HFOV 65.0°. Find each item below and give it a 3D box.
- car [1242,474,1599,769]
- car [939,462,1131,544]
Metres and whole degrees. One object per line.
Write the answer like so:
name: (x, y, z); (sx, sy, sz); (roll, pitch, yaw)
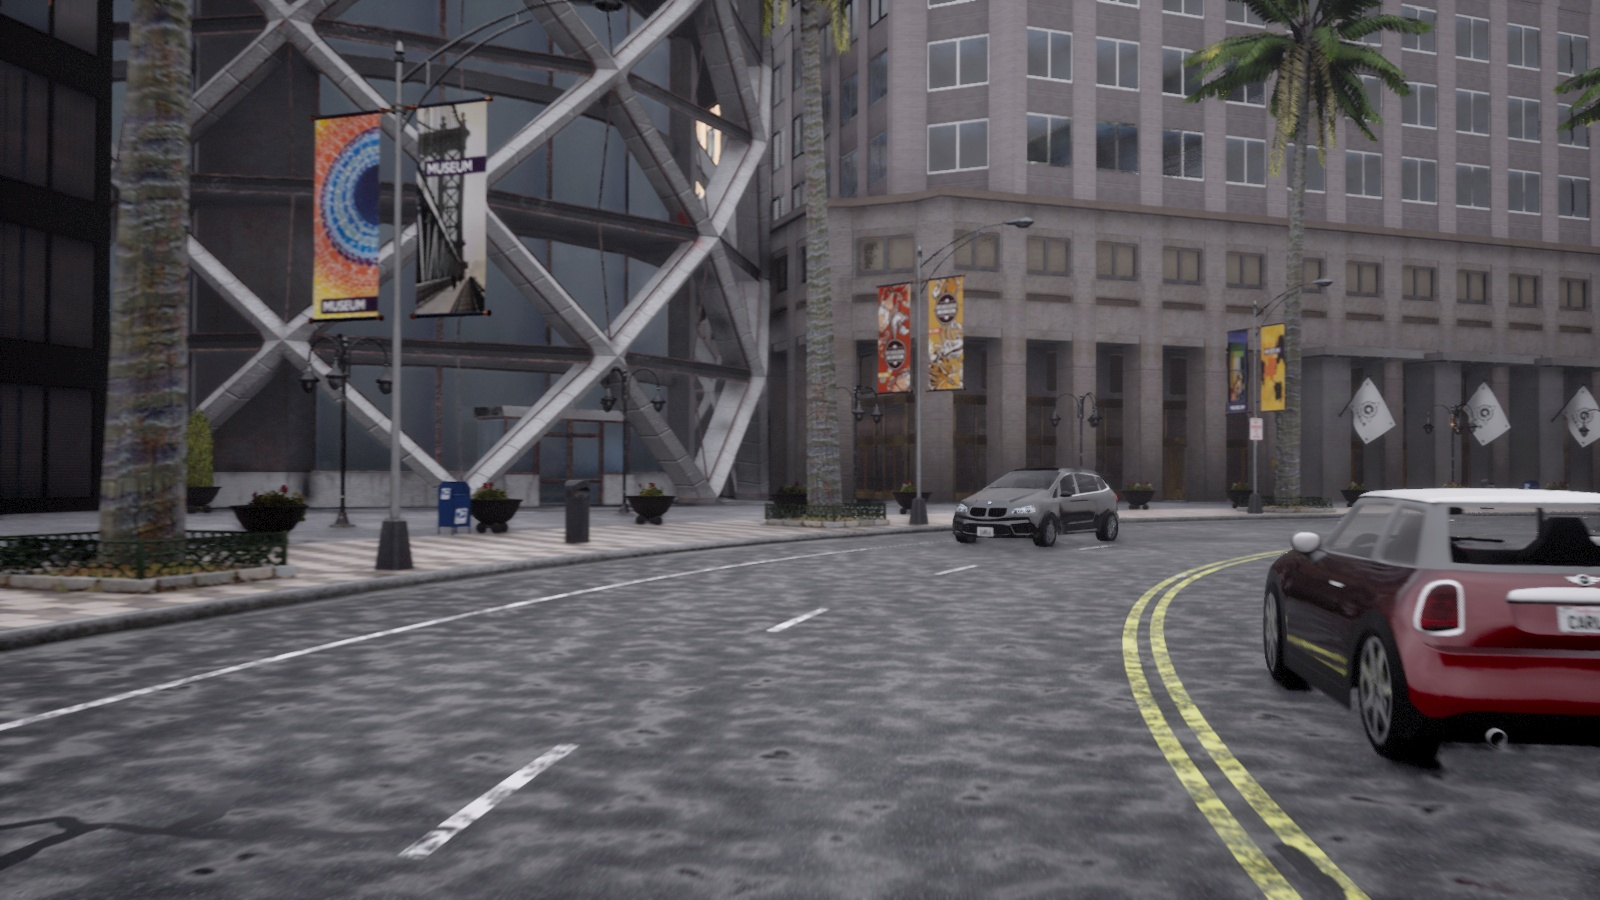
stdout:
car: (4.295, 0.905, 8.246); (1.970, 1.475, 3.806); (0, -1, 9)
car: (5.306, 1.111, 27.918); (2.242, 1.667, 4.611); (-1, -1, 39)
